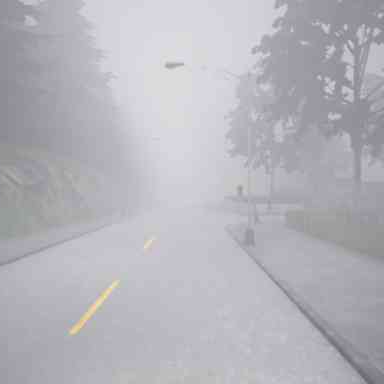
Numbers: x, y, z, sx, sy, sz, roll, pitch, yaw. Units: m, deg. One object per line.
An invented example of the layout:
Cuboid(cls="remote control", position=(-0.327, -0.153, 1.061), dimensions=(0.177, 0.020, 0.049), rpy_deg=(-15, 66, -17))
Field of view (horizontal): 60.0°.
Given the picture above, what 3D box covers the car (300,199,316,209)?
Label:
Cuboid(cls="car", position=(15.825, 1.621, 46.625), dimensions=(1.994, 1.381, 4.181), rpy_deg=(0, 0, 0))
